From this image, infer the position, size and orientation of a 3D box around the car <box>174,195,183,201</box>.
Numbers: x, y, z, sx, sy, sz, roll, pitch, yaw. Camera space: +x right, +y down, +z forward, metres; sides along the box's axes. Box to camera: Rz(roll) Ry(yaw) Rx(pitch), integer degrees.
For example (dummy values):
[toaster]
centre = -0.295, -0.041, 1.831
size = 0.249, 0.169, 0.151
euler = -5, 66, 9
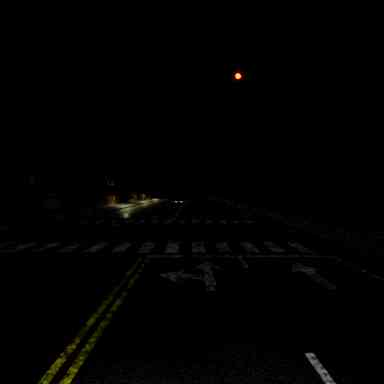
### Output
[car]
centre = -3.153, 1.492, 79.298
size = 2.033, 1.411, 5.357
euler = 0, 0, 0
